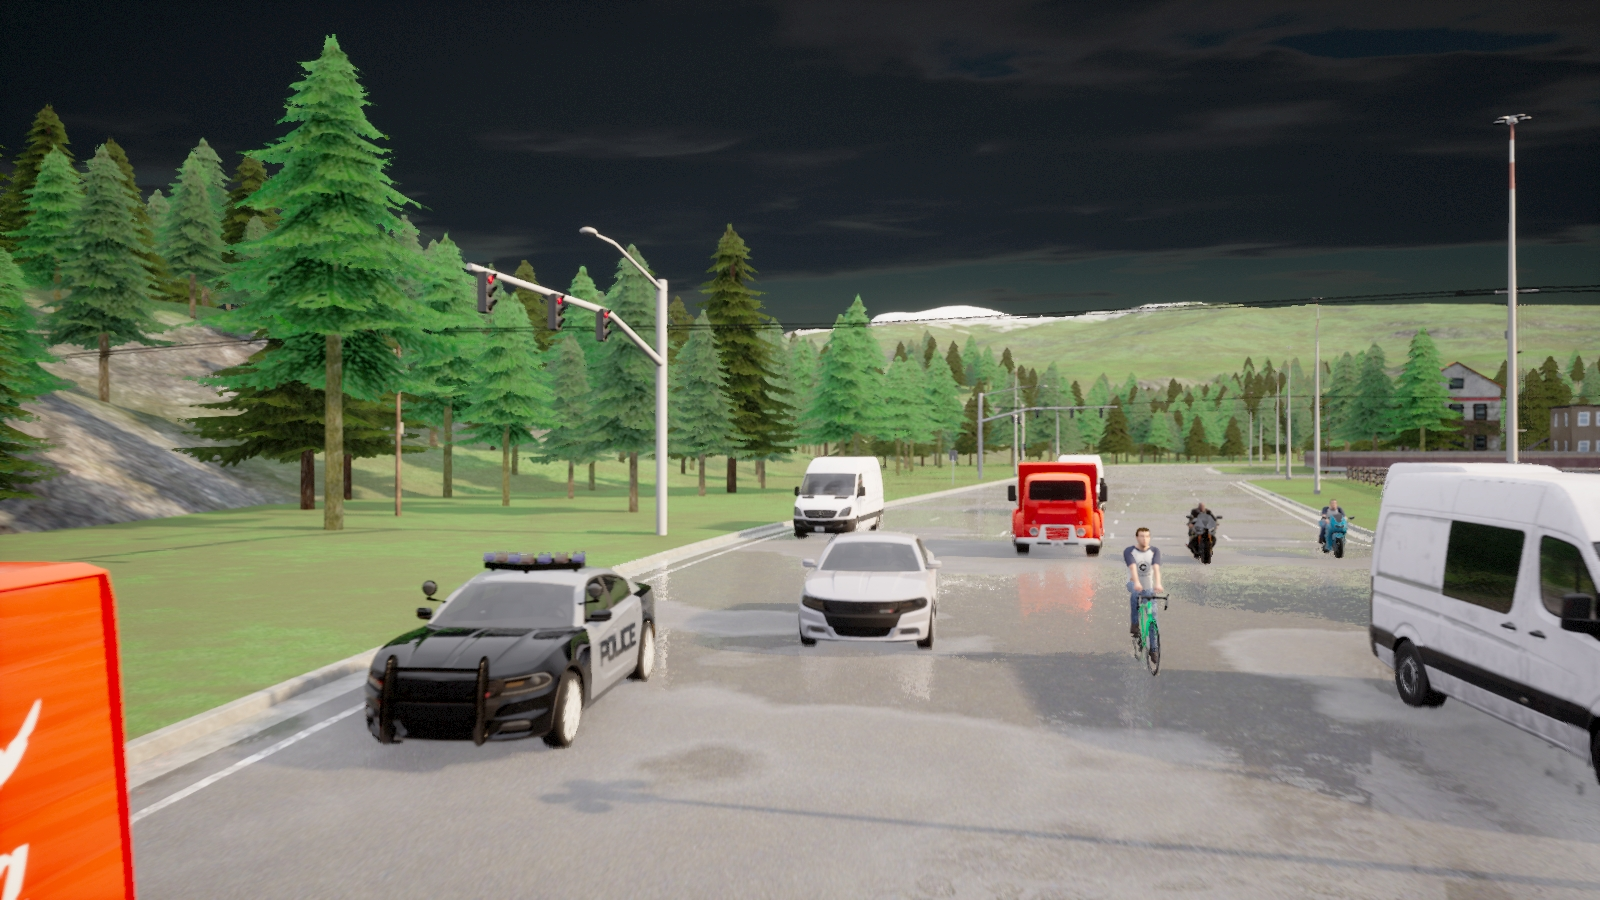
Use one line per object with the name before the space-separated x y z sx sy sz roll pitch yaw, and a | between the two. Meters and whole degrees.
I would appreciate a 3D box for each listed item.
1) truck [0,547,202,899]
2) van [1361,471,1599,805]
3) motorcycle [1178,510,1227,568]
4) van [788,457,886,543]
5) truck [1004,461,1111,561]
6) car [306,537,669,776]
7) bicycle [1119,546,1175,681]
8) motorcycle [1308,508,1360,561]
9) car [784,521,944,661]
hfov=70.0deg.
truck | -3.454 1.569 1.435 2.627 2.467 5.204 0 0 1
van | 7.466 1.529 10.650 1.988 2.561 5.915 0 0 5
motorcycle | 10.008 2.191 28.499 0.867 1.251 2.209 0 0 12
van | 1.324 1.516 37.484 1.988 2.561 5.915 0 0 14
truck | 7.066 1.555 31.387 2.627 2.467 5.204 0 0 13
car | -3.016 1.975 12.493 2.097 1.638 5.238 0 0 6
bicycle | 4.431 2.048 14.665 0.373 1.496 1.643 0 0 6
motorcycle | 13.861 2.172 29.709 0.803 1.199 2.033 0 0 12
car | 1.157 2.025 17.709 2.097 1.535 5.006 0 0 8
